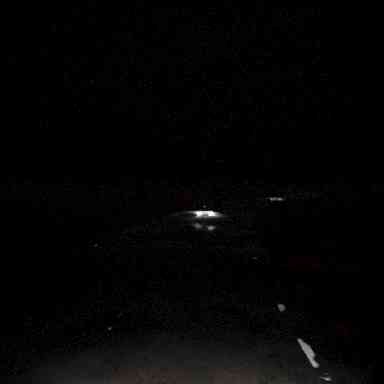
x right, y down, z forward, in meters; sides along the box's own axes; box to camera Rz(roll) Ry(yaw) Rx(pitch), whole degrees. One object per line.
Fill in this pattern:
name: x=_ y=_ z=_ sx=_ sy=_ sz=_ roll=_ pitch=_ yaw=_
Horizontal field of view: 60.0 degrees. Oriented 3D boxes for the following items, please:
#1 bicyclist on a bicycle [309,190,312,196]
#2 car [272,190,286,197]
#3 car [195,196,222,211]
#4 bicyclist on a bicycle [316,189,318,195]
bicyclist on a bicycle: x=27.937 y=0.268 z=78.466 sx=0.582 sy=1.620 sz=1.656 roll=2 pitch=1 yaw=31
car: x=18.324 y=0.257 z=69.998 sx=1.882 sy=1.535 sz=5.008 roll=2 pitch=2 yaw=31
car: x=1.688 y=1.126 z=33.107 sx=1.994 sy=1.385 sz=4.181 roll=1 pitch=2 yaw=16
bicyclist on a bicycle: x=32.413 y=0.097 z=86.418 sx=0.582 sy=1.620 sz=1.656 roll=1 pitch=1 yaw=27
